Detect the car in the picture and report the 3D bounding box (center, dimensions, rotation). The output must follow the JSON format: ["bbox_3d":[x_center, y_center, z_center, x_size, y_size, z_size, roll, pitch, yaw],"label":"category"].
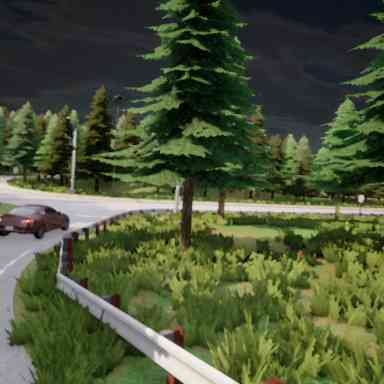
[{"bbox_3d":[-7.674,1.334,16.447,1.812,1.442,4.674,4,1,2],"label":"car"}]
